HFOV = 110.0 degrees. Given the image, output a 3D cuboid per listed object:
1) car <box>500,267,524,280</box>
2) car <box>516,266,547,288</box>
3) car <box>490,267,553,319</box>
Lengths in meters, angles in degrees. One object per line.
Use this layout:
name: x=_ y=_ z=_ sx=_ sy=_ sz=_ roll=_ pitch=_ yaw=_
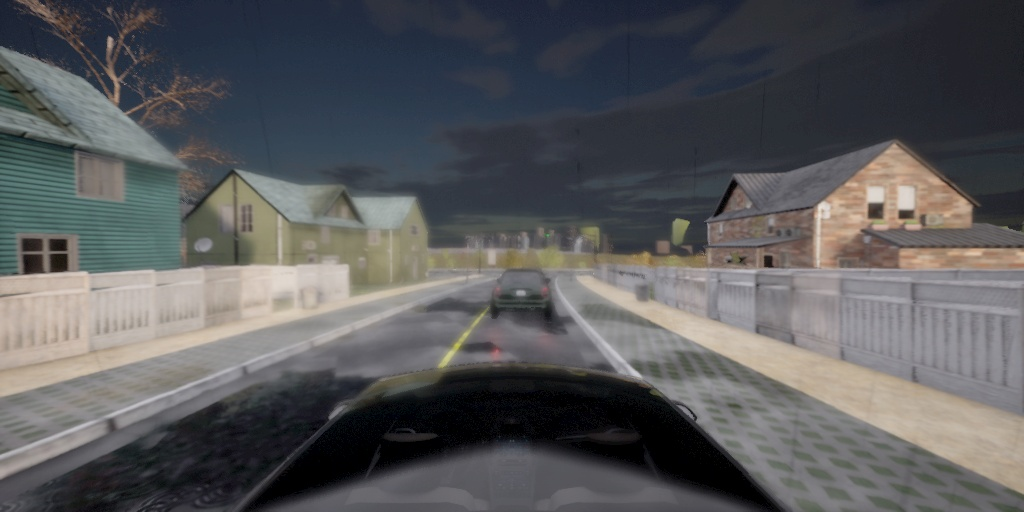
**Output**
car: x=0.085 y=1.846 z=38.593 sx=1.895 sy=1.301 sz=4.718 roll=0 pitch=-1 yaw=9
car: x=1.671 y=1.610 z=28.845 sx=2.128 sy=1.511 sz=4.902 roll=0 pitch=-1 yaw=7
car: x=0.433 y=1.257 z=13.845 sx=2.097 sy=1.767 sz=4.553 roll=0 pitch=-1 yaw=4
